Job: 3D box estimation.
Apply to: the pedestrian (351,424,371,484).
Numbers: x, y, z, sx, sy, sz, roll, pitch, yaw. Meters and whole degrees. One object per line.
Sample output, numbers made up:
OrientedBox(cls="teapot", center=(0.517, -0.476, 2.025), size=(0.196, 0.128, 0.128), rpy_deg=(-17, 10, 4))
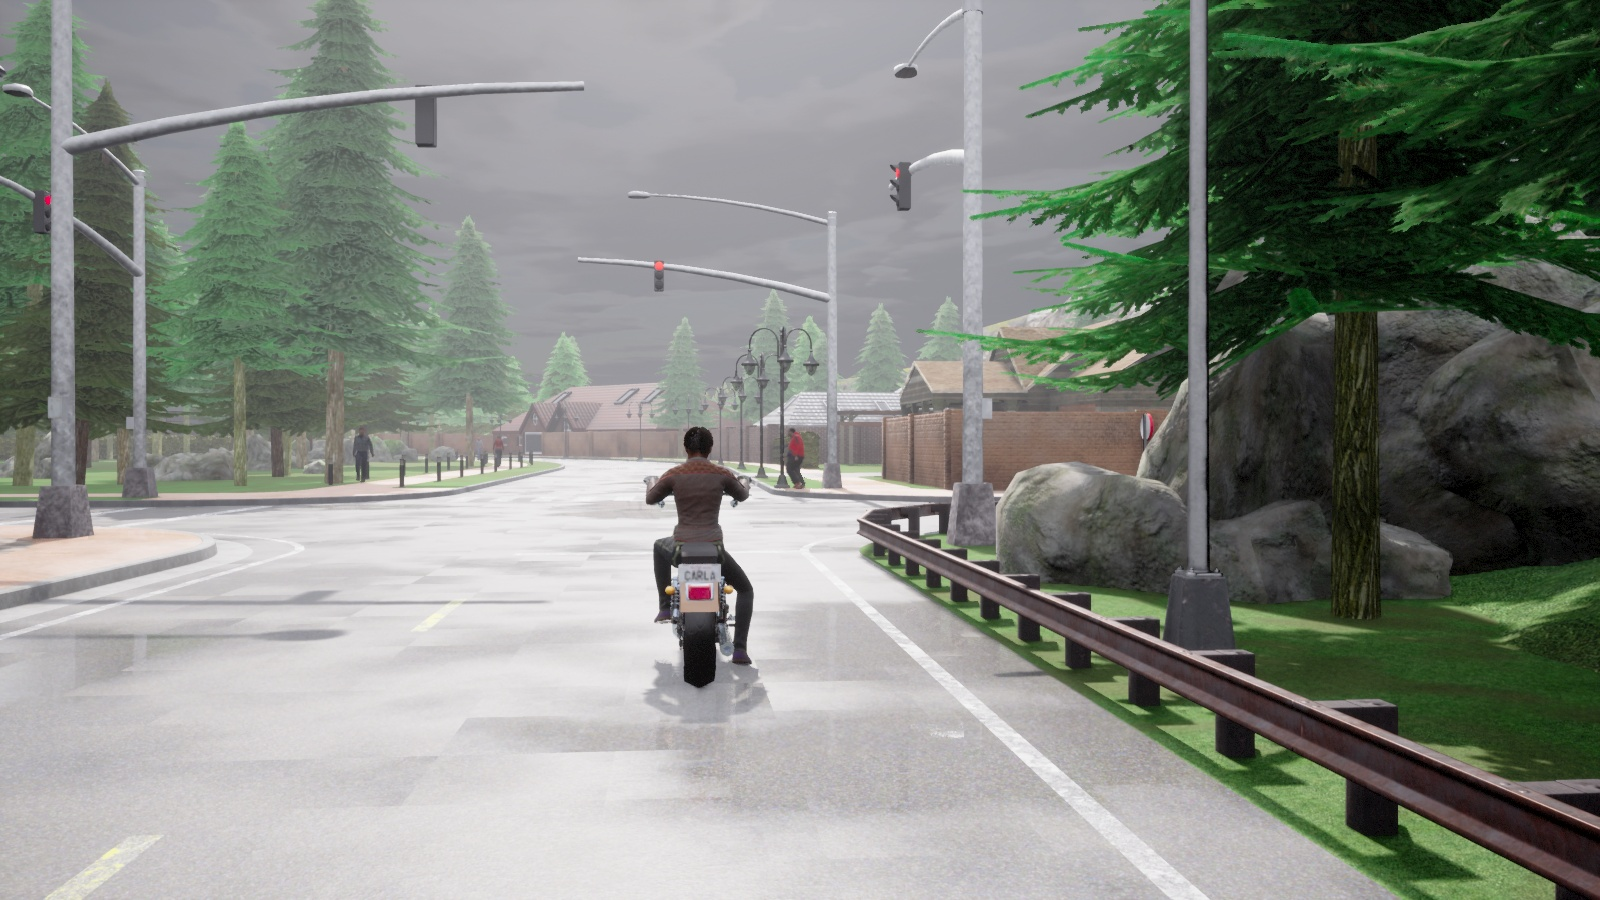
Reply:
OrientedBox(cls="pedestrian", center=(-14.363, 0.129, 41.100), size=(0.423, 1.949, 0.788), rpy_deg=(0, 0, -6))

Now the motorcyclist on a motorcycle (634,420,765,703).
OrientedBox(cls="motorcyclist on a motorcycle", center=(-0.693, 0.648, 8.534), size=(0.766, 1.649, 2.350), rpy_deg=(0, 0, -5))

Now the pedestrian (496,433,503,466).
OrientedBox(cls="pedestrian", center=(-16.438, -0.028, 68.610), size=(0.331, 1.846, 0.636), rpy_deg=(0, 0, -9))

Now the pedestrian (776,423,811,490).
OrientedBox(cls="pedestrian", center=(-0.180, 0.176, 35.081), size=(0.899, 1.844, 0.634), rpy_deg=(0, 0, -6))
